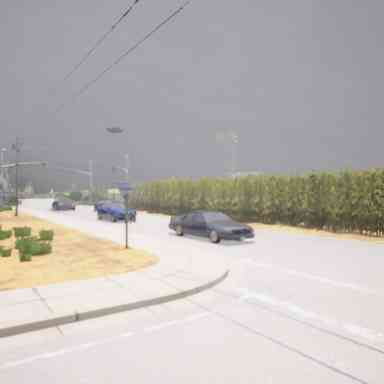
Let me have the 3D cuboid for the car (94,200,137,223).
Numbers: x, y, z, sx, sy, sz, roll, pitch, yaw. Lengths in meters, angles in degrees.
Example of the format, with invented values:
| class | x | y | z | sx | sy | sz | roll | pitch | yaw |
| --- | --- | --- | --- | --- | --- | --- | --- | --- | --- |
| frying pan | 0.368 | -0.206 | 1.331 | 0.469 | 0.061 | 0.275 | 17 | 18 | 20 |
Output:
| class | x | y | z | sx | sy | sz | roll | pitch | yaw |
| --- | --- | --- | --- | --- | --- | --- | --- | --- | --- |
| car | -6.198 | 1.602 | 27.161 | 1.882 | 1.535 | 5.008 | 1 | 0 | -34 |

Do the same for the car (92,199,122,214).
| class | x | y | z | sx | sy | sz | roll | pitch | yaw |
| --- | --- | --- | --- | --- | --- | --- | --- | --- | --- |
| car | -10.086 | 1.638 | 39.330 | 1.882 | 1.535 | 5.008 | 1 | 0 | -34 |

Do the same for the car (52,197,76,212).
| class | x | y | z | sx | sy | sz | roll | pitch | yaw |
| --- | --- | --- | --- | --- | --- | --- | --- | --- | --- |
| car | -16.131 | 1.480 | 41.802 | 2.097 | 1.767 | 4.553 | 1 | 0 | -33 |

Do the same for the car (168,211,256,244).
| class | x | y | z | sx | sy | sz | roll | pitch | yaw |
| --- | --- | --- | --- | --- | --- | --- | --- | --- | --- |
| car | 0.780 | 1.670 | 17.046 | 2.033 | 1.411 | 5.357 | 1 | 0 | -35 |
